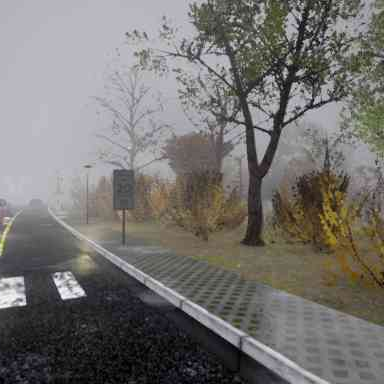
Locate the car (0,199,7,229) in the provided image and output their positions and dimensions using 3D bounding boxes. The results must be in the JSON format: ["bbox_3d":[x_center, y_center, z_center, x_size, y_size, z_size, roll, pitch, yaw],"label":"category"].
[{"bbox_3d":[-13.561,1.268,21.673,2.150,2.045,5.566,0,-1,-27],"label":"car"}]

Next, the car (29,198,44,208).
[{"bbox_3d":[-25.163,1.734,53.811,1.882,1.535,5.008,0,0,-23],"label":"car"}]

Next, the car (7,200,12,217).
[{"bbox_3d":[-18.612,1.463,32.032,2.097,1.767,4.553,0,0,-25],"label":"car"}]
